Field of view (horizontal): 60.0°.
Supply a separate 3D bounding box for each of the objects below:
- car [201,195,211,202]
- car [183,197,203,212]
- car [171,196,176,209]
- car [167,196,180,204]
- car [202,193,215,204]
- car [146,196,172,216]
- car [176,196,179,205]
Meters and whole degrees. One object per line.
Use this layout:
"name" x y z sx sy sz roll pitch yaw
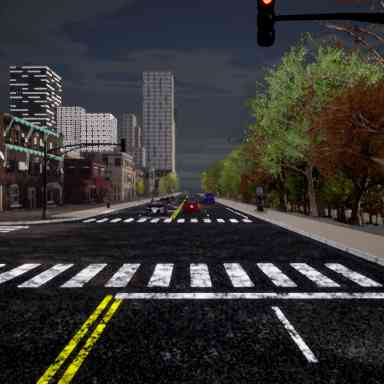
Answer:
"car" 3.057 1.448 74.409 1.882 1.535 5.008 0 0 0
"car" -0.023 1.552 38.209 1.994 1.385 4.181 0 0 0
"car" -3.449 1.490 43.032 1.837 1.490 4.892 0 0 0
"car" -3.456 1.468 63.562 2.128 1.511 4.902 0 0 1
"car" 3.187 1.198 63.834 2.150 2.045 5.566 0 0 0
"car" -3.429 1.481 32.982 2.128 1.511 4.902 0 0 0
"car" -3.467 1.486 53.172 1.837 1.490 4.892 0 0 0
